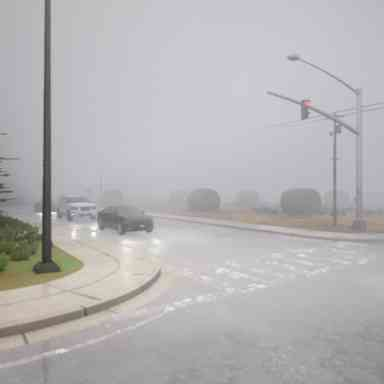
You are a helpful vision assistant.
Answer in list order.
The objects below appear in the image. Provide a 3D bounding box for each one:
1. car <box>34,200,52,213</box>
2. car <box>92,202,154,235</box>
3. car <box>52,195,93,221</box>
[{"bbox_3d":[-16.980,1.617,38.559,1.994,1.385,4.181,0,0,-34],"label":"car"},{"bbox_3d":[-4.022,1.530,19.617,1.882,1.535,5.008,0,0,-34],"label":"car"},{"bbox_3d":[-9.826,1.275,28.081,2.150,2.045,5.566,0,0,-35],"label":"car"}]
